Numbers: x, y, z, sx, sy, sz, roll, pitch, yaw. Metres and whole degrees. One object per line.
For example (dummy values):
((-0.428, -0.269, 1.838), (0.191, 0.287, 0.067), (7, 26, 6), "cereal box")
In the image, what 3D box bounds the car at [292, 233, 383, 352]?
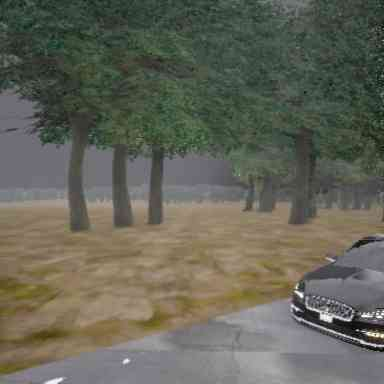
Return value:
((3.891, 1.571, 6.146), (4.892, 1.490, 1.837), (1, 0, -35), "car")
